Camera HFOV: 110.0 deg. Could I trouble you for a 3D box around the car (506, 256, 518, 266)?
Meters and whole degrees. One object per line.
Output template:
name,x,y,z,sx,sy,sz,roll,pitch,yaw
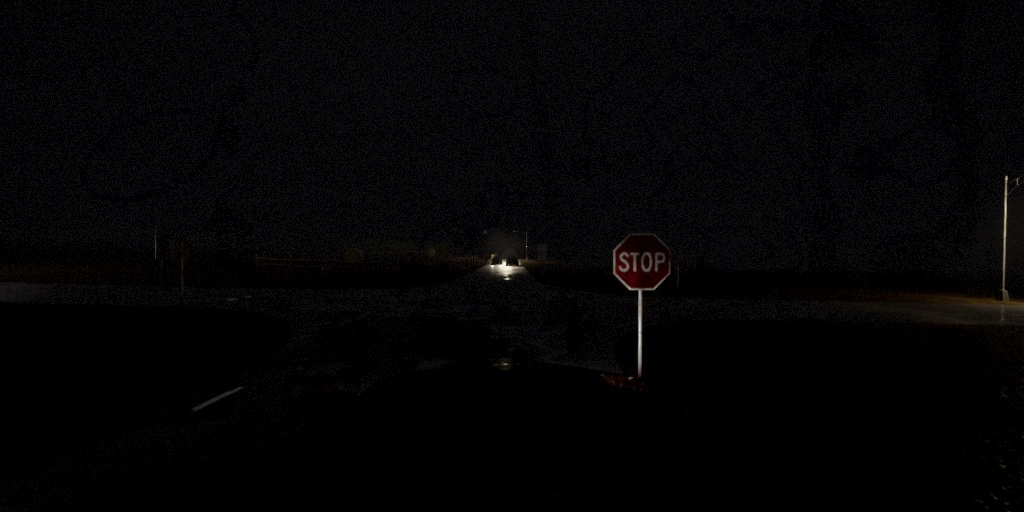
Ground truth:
car,0.012,0.789,60.825,2.097,1.767,4.553,0,1,0
